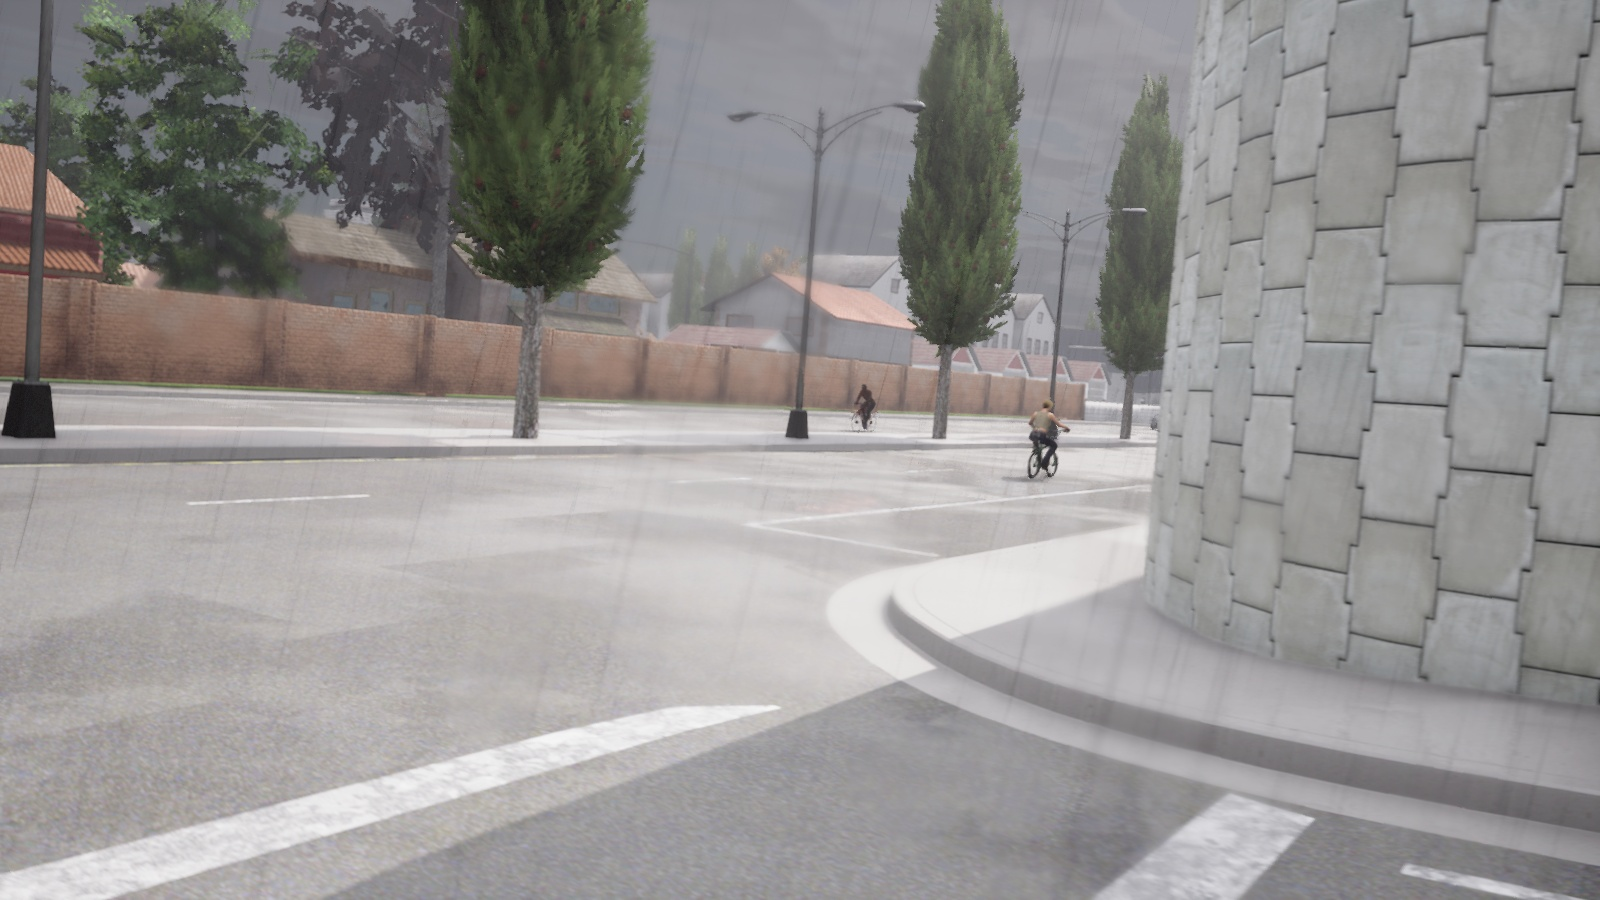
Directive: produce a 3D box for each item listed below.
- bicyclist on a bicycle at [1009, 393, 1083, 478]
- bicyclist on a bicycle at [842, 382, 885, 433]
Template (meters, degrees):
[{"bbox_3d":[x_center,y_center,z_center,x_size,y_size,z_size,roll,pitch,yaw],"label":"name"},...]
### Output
[{"bbox_3d":[4.984,-0.311,25.409,0.866,1.612,1.509,6,4,33],"label":"bicyclist on a bicycle"},{"bbox_3d":[2.128,-1.421,42.044,0.582,1.620,1.656,5,4,33],"label":"bicyclist on a bicycle"}]
